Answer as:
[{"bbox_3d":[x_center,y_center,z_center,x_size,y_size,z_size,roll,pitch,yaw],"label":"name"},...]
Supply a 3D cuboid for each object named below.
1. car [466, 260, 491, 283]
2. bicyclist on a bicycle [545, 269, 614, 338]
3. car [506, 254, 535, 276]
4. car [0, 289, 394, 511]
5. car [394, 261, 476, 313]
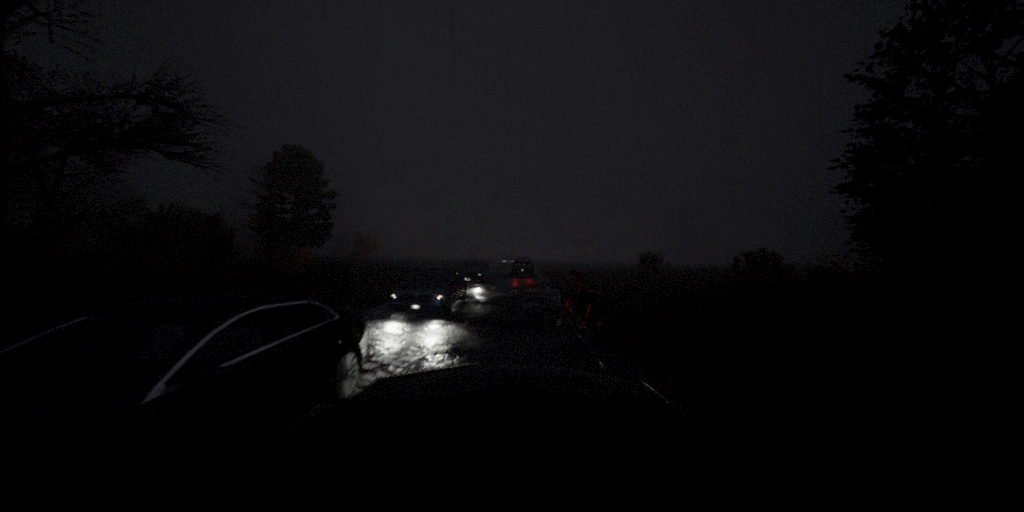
[{"bbox_3d":[-2.476,0.948,23.908,2.033,1.411,5.357,1,1,2],"label":"car"},{"bbox_3d":[1.611,1.142,8.519,1.656,1.620,0.582,1,1,2],"label":"bicyclist on a bicycle"},{"bbox_3d":[0.908,0.866,30.493,2.128,1.511,4.902,1,1,2],"label":"car"},{"bbox_3d":[-3.088,1.161,3.337,2.128,1.511,4.902,1,1,2],"label":"car"},{"bbox_3d":[-2.797,1.087,13.271,2.033,1.411,5.357,1,1,1],"label":"car"}]
